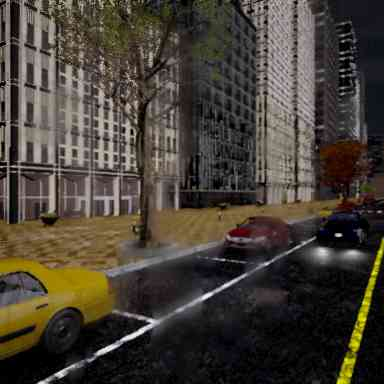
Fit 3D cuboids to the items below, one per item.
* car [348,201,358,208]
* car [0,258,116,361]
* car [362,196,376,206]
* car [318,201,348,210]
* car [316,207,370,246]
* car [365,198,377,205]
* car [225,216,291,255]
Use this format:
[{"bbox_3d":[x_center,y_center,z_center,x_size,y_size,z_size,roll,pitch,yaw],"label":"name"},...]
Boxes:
[{"bbox_3d":[17.392,1.732,37.107,1.887,1.381,4.507,0,0,32],"label":"car"},{"bbox_3d":[-3.076,1.535,4.029,1.752,1.417,4.829,0,0,32],"label":"car"},{"bbox_3d":[34.434,1.676,64.650,2.192,1.841,5.009,0,0,32],"label":"car"},{"bbox_3d":[11.481,1.658,27.553,1.752,1.417,4.829,0,0,32],"label":"car"},{"bbox_3d":[7.229,1.640,15.744,1.994,1.385,4.181,0,0,32],"label":"car"},{"bbox_3d":[37.340,1.959,69.345,1.947,1.339,4.313,0,0,32],"label":"car"},{"bbox_3d":[2.836,1.641,13.584,1.802,1.307,4.206,0,0,32],"label":"car"}]
